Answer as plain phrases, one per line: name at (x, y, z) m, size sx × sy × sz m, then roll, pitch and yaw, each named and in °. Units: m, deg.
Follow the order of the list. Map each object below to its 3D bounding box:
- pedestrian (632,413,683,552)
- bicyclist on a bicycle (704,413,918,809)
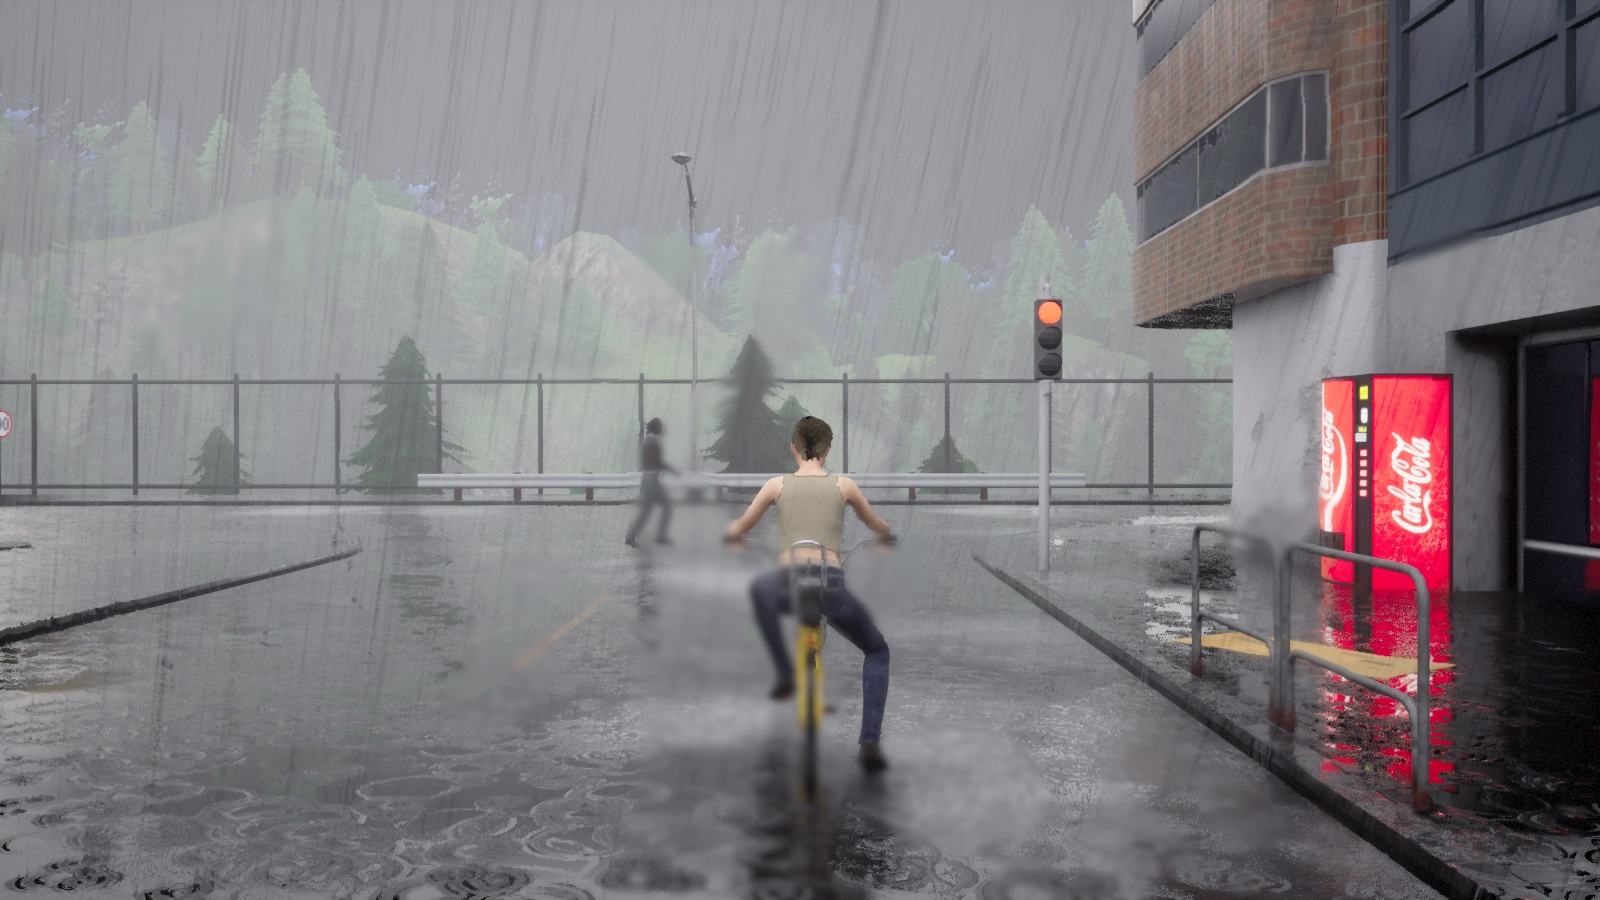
pedestrian at (-1.999, 0.445, 17.645) m, size 0.666 × 1.930 × 0.402 m, roll 0°, pitch 0°, yaw 0°
bicyclist on a bicycle at (0.049, 0.650, 5.861) m, size 0.866 × 1.612 × 1.509 m, roll 0°, pitch 0°, yaw 0°
